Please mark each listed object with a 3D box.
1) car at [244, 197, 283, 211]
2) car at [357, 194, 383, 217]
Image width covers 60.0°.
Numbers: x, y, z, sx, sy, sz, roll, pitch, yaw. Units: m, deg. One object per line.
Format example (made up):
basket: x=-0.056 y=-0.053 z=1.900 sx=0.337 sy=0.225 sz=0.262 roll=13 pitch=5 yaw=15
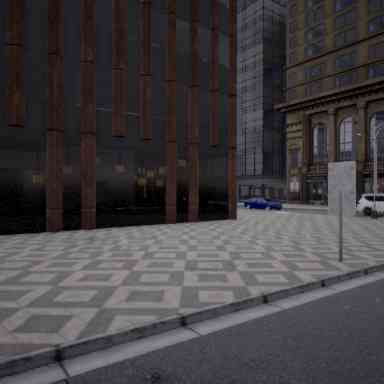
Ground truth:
car: x=8.248 y=1.393 z=38.653 sx=1.882 sy=1.535 sz=5.008 roll=0 pitch=1 yaw=-35
car: x=16.477 y=1.177 z=27.081 sx=2.150 sy=2.045 sz=5.566 roll=0 pitch=0 yaw=-35
